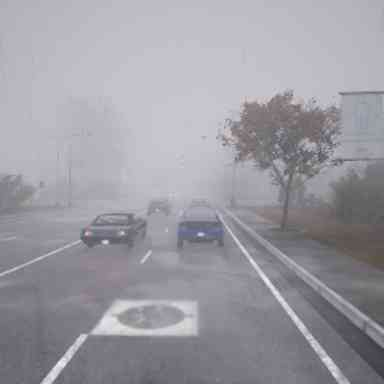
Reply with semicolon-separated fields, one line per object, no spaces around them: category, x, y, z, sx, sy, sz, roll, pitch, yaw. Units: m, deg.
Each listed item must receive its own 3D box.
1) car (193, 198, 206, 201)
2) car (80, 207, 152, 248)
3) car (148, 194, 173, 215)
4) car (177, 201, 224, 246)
car;0.696;1.280;31.172;1.994;1.385;4.181;0;1;1
car;-3.140;1.540;14.454;1.895;1.301;4.718;0;0;1
car;-2.827;1.233;30.056;1.837;1.490;4.892;0;1;1
car;0.374;1.419;14.987;1.882;1.535;5.008;0;1;1
